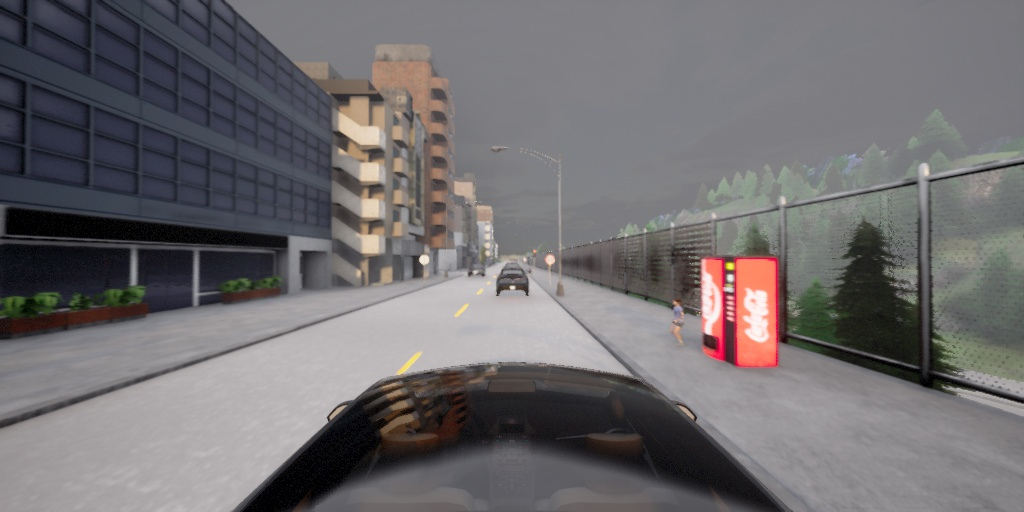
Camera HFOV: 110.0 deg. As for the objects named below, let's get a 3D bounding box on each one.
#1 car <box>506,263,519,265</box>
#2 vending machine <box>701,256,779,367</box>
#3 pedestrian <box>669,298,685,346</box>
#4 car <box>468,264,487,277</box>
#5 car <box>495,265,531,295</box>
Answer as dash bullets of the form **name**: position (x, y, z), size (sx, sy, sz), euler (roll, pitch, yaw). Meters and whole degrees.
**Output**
- **car**: position (0.037, 1.471, 37.852), size (2.097, 1.767, 4.553), euler (0, -1, 1)
- **vending machine**: position (4.298, 0.998, 6.834), size (1.100, 2.100, 0.880), euler (0, 0, 0)
- **pedestrian**: position (3.702, 1.383, 7.892), size (0.500, 1.100, 0.500), euler (0, -1, 0)
- **car**: position (-4.011, 1.654, 41.656), size (2.128, 1.511, 4.902), euler (0, -1, 0)
- **car**: position (0.051, 1.455, 21.262), size (1.837, 1.490, 4.892), euler (0, -1, 1)
